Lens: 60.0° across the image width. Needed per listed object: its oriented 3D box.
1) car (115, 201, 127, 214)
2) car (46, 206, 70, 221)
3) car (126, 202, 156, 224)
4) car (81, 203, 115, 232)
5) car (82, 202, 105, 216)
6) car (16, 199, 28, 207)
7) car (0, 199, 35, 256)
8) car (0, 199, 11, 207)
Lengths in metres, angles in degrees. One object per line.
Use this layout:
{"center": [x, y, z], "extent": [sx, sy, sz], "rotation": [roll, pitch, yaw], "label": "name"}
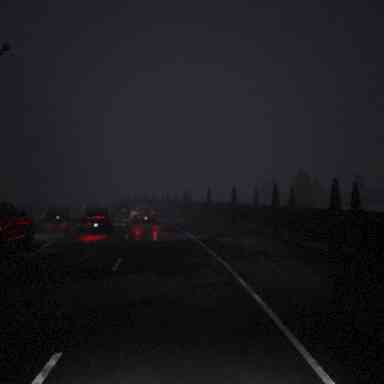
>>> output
{"center": [-8.845, 1.936, 41.355], "extent": [1.837, 1.490, 4.892], "rotation": [0, -1, -21], "label": "car"}
{"center": [-12.493, 1.938, 31.281], "extent": [1.895, 1.301, 4.718], "rotation": [0, -1, -19], "label": "car"}
{"center": [-4.189, 1.816, 27.936], "extent": [1.812, 1.442, 4.674], "rotation": [0, 0, -16], "label": "car"}
{"center": [-6.280, 1.740, 22.185], "extent": [1.837, 1.490, 4.892], "rotation": [0, -1, -13], "label": "car"}
{"center": [-11.598, 1.960, 38.950], "extent": [2.033, 1.411, 5.357], "rotation": [0, -1, -22], "label": "car"}
{"center": [-35.920, 2.285, 70.369], "extent": [1.812, 1.442, 4.674], "rotation": [0, -1, -22], "label": "car"}
{"center": [-8.055, 1.367, 13.012], "extent": [2.150, 2.045, 5.566], "rotation": [0, -1, -8], "label": "car"}
{"center": [-39.867, 2.270, 70.765], "extent": [1.837, 1.490, 4.892], "rotation": [0, -1, -22], "label": "car"}
